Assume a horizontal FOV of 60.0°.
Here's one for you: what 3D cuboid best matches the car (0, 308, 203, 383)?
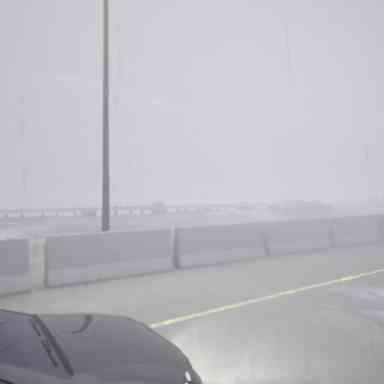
[{"bbox_3d":[-1.905,1.557,2.281,4.181,1.385,1.994,0,0,-35],"label":"car"}]

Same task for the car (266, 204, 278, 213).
[{"bbox_3d":[10.241,1.464,34.057,5.357,1.411,2.033,0,0,-26],"label":"car"}]

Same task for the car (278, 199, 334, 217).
[{"bbox_3d":[10.596,1.527,30.316,4.718,1.301,1.895,0,0,-26],"label":"car"}]
